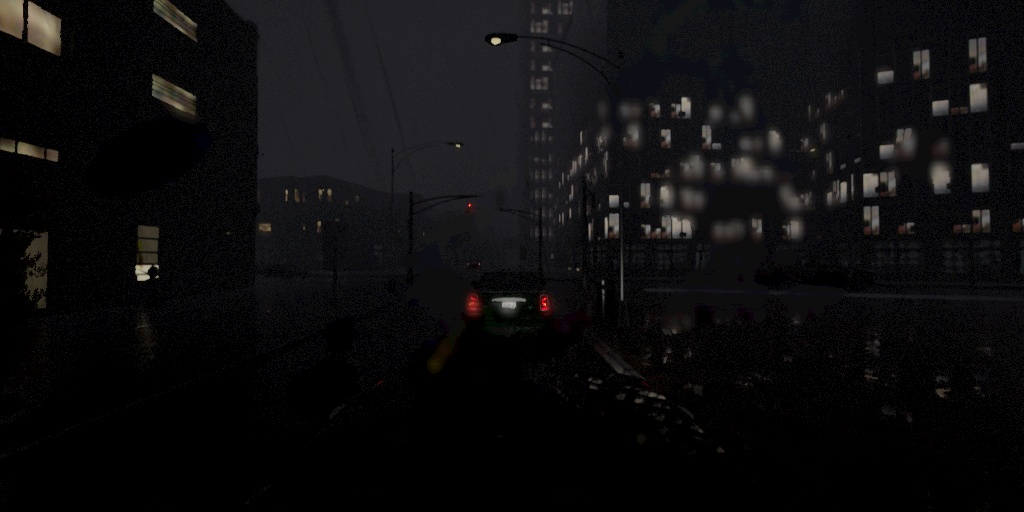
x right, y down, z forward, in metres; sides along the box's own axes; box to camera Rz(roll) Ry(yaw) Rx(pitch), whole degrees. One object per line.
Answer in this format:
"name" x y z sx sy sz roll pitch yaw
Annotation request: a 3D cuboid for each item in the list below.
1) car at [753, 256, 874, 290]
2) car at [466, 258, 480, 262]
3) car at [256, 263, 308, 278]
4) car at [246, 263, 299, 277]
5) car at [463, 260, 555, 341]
"car" 16.022 0.917 19.378 5.009 1.841 2.192 0 0 19
"car" -5.434 1.077 50.738 2.097 1.767 4.553 0 0 -5
"car" -20.166 1.297 31.692 4.313 1.339 1.948 0 0 19
"car" -23.684 1.386 35.486 4.718 1.301 1.895 0 -1 19
"car" -0.088 1.098 9.990 2.097 1.767 4.553 0 0 -1
